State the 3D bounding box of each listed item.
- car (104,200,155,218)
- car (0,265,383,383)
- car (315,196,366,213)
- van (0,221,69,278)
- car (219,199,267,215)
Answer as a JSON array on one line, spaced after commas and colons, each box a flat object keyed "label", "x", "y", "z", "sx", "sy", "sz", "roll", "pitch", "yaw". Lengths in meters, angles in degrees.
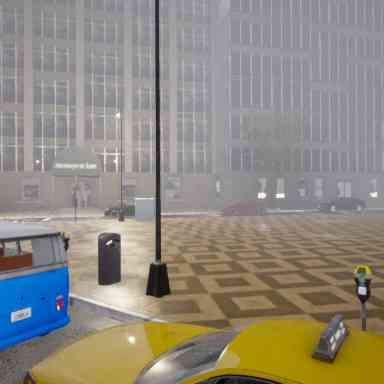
[{"label": "car", "x": -5.144, "y": 1.396, "z": 27.485, "sx": 4.181, "sy": 1.385, "sz": 1.994, "roll": 0, "pitch": 0, "yaw": -14}, {"label": "car", "x": 0.667, "y": 1.525, "z": 2.250, "sx": 4.829, "sy": 1.417, "sz": 1.752, "roll": 0, "pitch": 0, "yaw": 35}, {"label": "car", "x": 14.428, "y": 1.191, "z": 32.355, "sx": 4.892, "sy": 1.490, "sz": 1.837, "roll": 0, "pitch": 0, "yaw": -14}, {"label": "van", "x": -3.705, "y": 1.343, "z": 5.358, "sx": 3.998, "sy": 1.788, "sz": 1.690, "roll": 0, "pitch": 0, "yaw": 35}, {"label": "car", "x": 4.569, "y": 1.320, "z": 29.911, "sx": 4.181, "sy": 1.385, "sz": 1.994, "roll": 0, "pitch": 0, "yaw": -14}]
